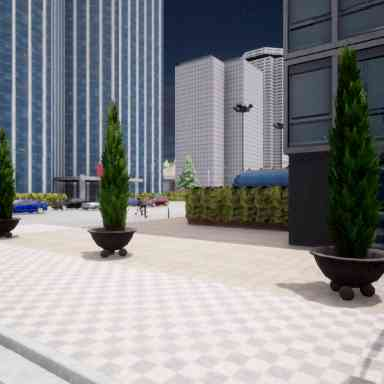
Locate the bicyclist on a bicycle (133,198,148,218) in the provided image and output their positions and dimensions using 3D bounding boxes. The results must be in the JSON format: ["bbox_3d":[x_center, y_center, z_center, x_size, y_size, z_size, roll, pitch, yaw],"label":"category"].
[{"bbox_3d":[-4.129,1.301,26.687,1.656,1.620,0.582,0,0,35],"label":"bicyclist on a bicycle"}]

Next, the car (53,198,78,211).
[{"bbox_3d":[-15.275,1.477,42.113,1.882,1.535,5.008,0,0,35],"label":"car"}]

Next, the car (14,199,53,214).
[{"bbox_3d":[-17.104,1.477,33.409,1.882,1.535,5.008,0,0,35],"label":"car"}]

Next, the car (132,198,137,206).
[{"bbox_3d":[-9.350,1.547,50.540,2.033,1.411,5.357,0,0,35],"label":"car"}]

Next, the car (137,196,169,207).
[{"bbox_3d":[-5.553,1.352,49.847,2.097,1.767,4.553,0,0,35],"label":"car"}]

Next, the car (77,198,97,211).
[{"bbox_3d":[-11.397,1.601,41.544,1.895,1.301,4.718,0,0,35],"label":"car"}]
